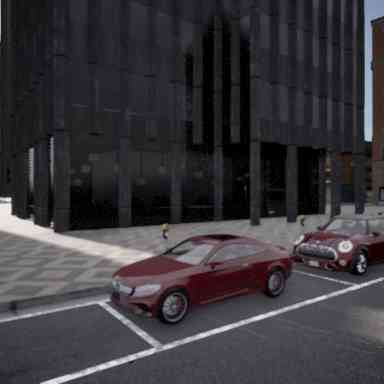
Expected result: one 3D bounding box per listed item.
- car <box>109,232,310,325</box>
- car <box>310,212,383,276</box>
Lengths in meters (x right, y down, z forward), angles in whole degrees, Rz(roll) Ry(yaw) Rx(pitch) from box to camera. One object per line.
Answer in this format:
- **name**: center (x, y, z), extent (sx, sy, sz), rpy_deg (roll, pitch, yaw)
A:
- **car**: center (0.387, 1.584, 7.038), extent (4.206, 1.307, 1.802), rpy_deg (0, 0, -35)
- **car**: center (4.982, 1.443, 10.311), extent (4.097, 1.590, 1.967), rpy_deg (0, 0, -35)
